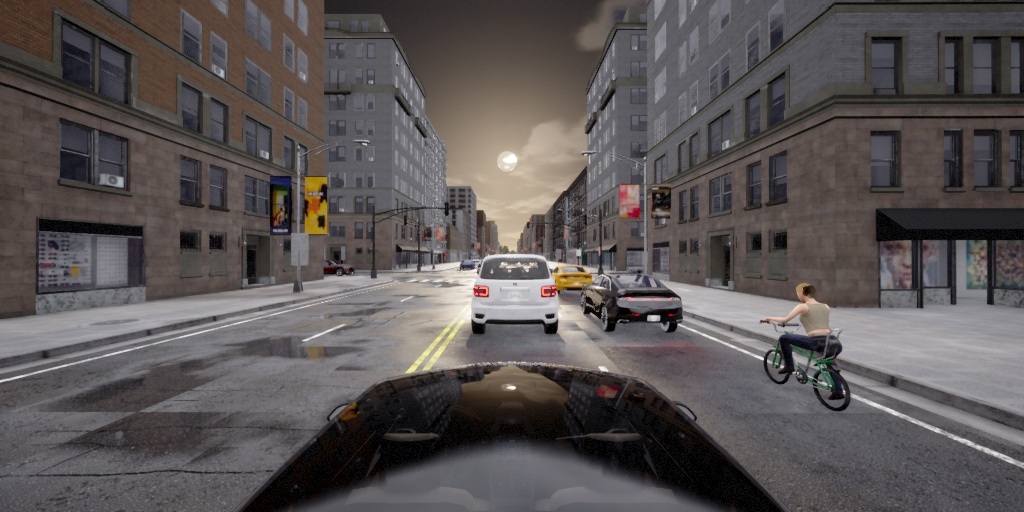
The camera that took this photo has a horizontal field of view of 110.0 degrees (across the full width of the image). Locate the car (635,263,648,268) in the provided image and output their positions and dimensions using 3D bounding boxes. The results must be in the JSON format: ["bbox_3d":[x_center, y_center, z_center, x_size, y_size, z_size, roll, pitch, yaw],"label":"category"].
[{"bbox_3d":[14.976,1.412,38.698,4.718,1.301,1.895,0,0,1],"label":"car"}]

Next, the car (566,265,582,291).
[{"bbox_3d":[3.212,1.232,20.301,1.882,1.535,5.008,0,0,0],"label":"car"}]

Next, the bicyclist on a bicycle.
[{"bbox_3d":[4.129,1.187,5.123,0.866,1.612,1.509,0,0,0],"label":"bicyclist on a bicycle"}]

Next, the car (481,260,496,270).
[{"bbox_3d":[-3.442,1.334,53.072,1.994,1.385,4.181,0,0,0],"label":"car"}]

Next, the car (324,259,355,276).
[{"bbox_3d":[-18.173,1.090,35.823,4.553,1.767,2.097,0,0,0],"label":"car"}]

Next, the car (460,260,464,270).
[{"bbox_3d":[-6.700,1.248,54.082,1.882,1.535,5.008,0,0,0],"label":"car"}]

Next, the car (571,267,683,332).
[{"bbox_3d":[3.323,1.243,10.811,2.128,1.511,4.902,0,0,0],"label":"car"}]

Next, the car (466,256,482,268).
[{"bbox_3d":[-6.688,0.995,64.027,2.150,2.045,5.566,0,0,0],"label":"car"}]

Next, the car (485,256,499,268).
[{"bbox_3d":[-3.446,0.995,62.413,2.150,2.045,5.566,0,0,0],"label":"car"}]

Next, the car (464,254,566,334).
[{"bbox_3d":[0.079,0.973,10.740,2.150,2.045,5.566,0,0,0],"label":"car"}]
